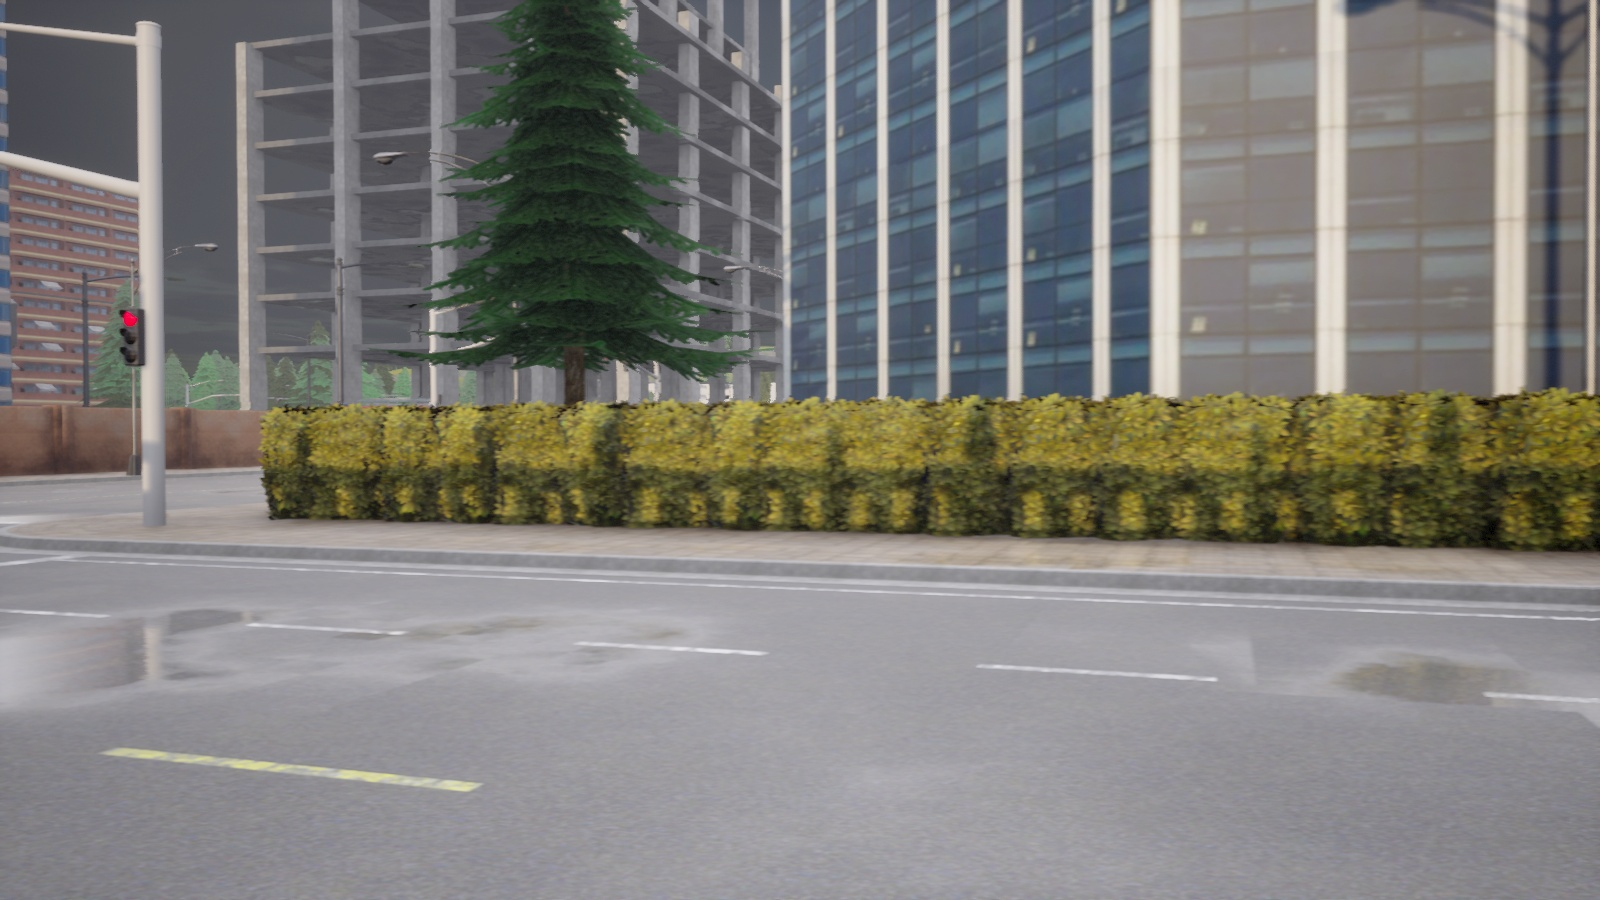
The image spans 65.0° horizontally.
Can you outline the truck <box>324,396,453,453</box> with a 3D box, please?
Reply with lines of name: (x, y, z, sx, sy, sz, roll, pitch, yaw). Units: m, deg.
truck: (-28.398, -1.778, 86.652, 8.468, 3.827, 2.891, 1, 1, 19)
